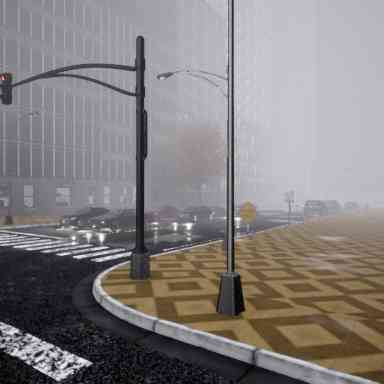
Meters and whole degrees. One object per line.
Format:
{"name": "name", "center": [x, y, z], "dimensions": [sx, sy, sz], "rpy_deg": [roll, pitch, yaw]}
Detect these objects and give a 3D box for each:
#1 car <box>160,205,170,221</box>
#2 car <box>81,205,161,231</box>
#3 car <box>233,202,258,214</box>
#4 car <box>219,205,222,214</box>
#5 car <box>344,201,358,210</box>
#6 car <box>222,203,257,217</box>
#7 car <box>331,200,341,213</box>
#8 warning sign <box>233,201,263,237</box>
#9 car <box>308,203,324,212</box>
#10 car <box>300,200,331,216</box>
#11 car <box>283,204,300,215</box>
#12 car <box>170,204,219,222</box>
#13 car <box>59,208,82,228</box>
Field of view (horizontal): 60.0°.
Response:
{"name": "car", "center": [-2.797, 2.007, 32.810], "dimensions": [1.812, 1.442, 4.674], "rpy_deg": [0, -1, 33]}
{"name": "car", "center": [-4.856, 1.874, 23.628], "dimensions": [2.033, 1.411, 5.357], "rpy_deg": [0, -1, 33]}
{"name": "car", "center": [8.062, 2.315, 49.542], "dimensions": [1.882, 1.535, 5.008], "rpy_deg": [0, -1, 33]}
{"name": "car", "center": [2.596, 2.223, 41.160], "dimensions": [1.994, 1.385, 4.181], "rpy_deg": [0, -1, 32]}
{"name": "car", "center": [31.503, 2.662, 65.686], "dimensions": [2.097, 1.767, 4.553], "rpy_deg": [0, -1, 33]}
{"name": "car", "center": [5.785, 2.204, 40.093], "dimensions": [1.812, 1.442, 4.674], "rpy_deg": [0, -1, 33]}
{"name": "car", "center": [22.408, 2.267, 53.509], "dimensions": [2.150, 2.045, 5.566], "rpy_deg": [0, -1, 33]}
{"name": "warning sign", "center": [3.136, 1.454, 18.552], "dimensions": [1.300, 1.860, 1.060], "rpy_deg": [1, 1, 33]}
{"name": "car", "center": [21.976, 2.642, 58.840], "dimensions": [1.812, 1.442, 4.674], "rpy_deg": [0, -1, 33]}
{"name": "car", "center": [16.580, 2.077, 44.480], "dimensions": [2.150, 2.045, 5.566], "rpy_deg": [0, -1, 33]}
{"name": "car", "center": [14.196, 2.389, 46.780], "dimensions": [1.812, 1.442, 4.674], "rpy_deg": [0, -1, 33]}
{"name": "car", "center": [0.346, 2.003, 31.685], "dimensions": [1.837, 1.490, 4.892], "rpy_deg": [0, -1, 33]}
{"name": "car", "center": [-7.724, 1.844, 25.166], "dimensions": [1.812, 1.442, 4.674], "rpy_deg": [0, -1, 31]}
